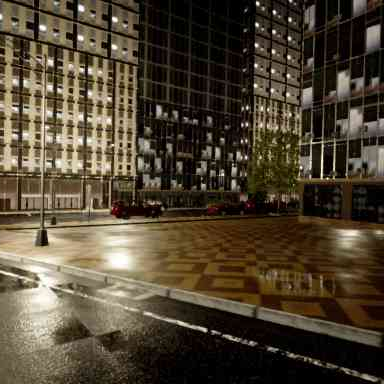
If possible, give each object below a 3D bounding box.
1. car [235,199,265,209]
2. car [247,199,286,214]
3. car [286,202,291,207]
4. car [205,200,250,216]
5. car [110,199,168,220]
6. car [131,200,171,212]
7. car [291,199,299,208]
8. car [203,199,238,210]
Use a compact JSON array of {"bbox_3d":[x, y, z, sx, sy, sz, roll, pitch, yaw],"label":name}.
[{"bbox_3d":[8.936,1.870,50.896,4.313,1.339,1.947,1,1,-34],"label":"car"},{"bbox_3d":[8.730,1.780,41.187,5.009,1.841,2.192,1,1,-34],"label":"car"},{"bbox_3d":[13.608,1.932,54.107,4.206,1.307,1.802,1,1,-34],"label":"car"},{"bbox_3d":[4.052,1.964,37.981,4.507,1.381,1.887,1,1,-34],"label":"car"},{"bbox_3d":[-5.286,1.642,31.556,5.009,1.841,2.192,1,1,-34],"label":"car"},{"bbox_3d":[-5.080,1.716,41.264,4.403,1.369,2.008,1,1,-34],"label":"car"},{"bbox_3d":[18.281,1.962,57.317,4.313,1.339,1.947,1,1,-34],"label":"car"},{"bbox_3d":[4.124,1.781,47.589,4.829,1.417,1.752,1,1,-34],"label":"car"}]
